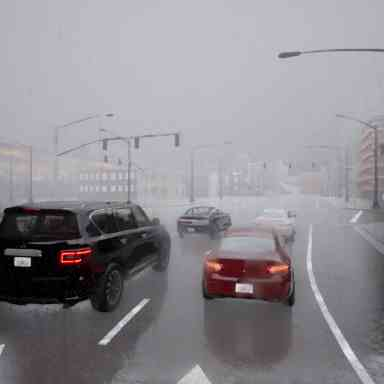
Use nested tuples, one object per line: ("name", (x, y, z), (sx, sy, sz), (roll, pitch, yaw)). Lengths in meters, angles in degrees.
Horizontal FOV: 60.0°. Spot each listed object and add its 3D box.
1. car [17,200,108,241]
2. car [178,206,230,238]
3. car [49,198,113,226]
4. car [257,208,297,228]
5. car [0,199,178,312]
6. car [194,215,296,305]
("car", (-6.682, 1.358, 17.849), (2.097, 1.767, 4.553), (0, 0, 19))
("car", (0.760, 1.499, 17.253), (2.128, 1.511, 4.902), (0, 0, 19))
("car", (-7.996, 1.366, 24.441), (2.097, 1.767, 4.553), (0, 0, 20))
("car", (4.167, 1.534, 16.526), (1.812, 1.442, 4.674), (0, 0, 20))
("car", (-2.173, 1.225, 8.000), (2.150, 2.045, 5.566), (0, 0, 12))
("car", (1.439, 1.530, 8.089), (1.812, 1.442, 4.674), (0, 0, 13))
